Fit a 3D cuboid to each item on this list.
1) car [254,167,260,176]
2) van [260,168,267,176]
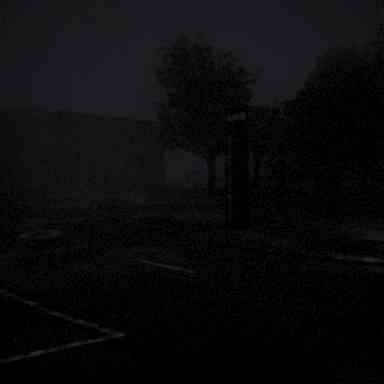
[{"bbox_3d":[20.874,-5.416,91.887,5.566,2.045,2.435,-3,8,-23],"label":"car"},{"bbox_3d":[21.197,-5.031,88.938,4.442,1.987,1.878,-3,7,-23],"label":"van"}]
